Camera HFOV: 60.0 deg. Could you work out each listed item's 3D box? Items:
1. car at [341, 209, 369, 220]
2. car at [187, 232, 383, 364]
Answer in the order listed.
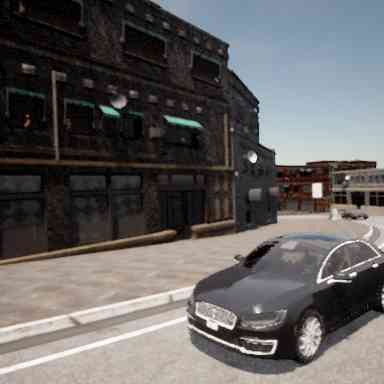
[{"bbox_3d":[21.381,2.990,43.818,2.033,1.411,5.357,-2,-4,6],"label":"car"},{"bbox_3d":[2.080,1.562,6.092,4.892,1.490,1.837,1,-1,-42],"label":"car"}]
